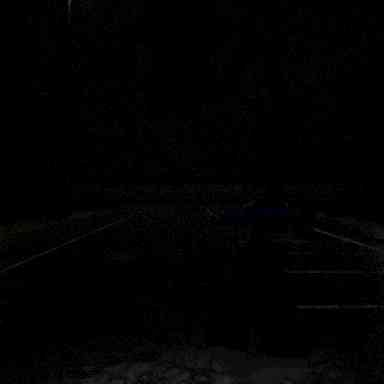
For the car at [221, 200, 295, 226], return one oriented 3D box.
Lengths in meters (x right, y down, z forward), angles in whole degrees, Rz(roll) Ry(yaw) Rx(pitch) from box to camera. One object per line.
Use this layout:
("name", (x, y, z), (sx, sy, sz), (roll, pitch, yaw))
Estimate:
("car", (4.216, 1.341, 21.475), (4.611, 1.667, 2.242), (0, 0, 1))
